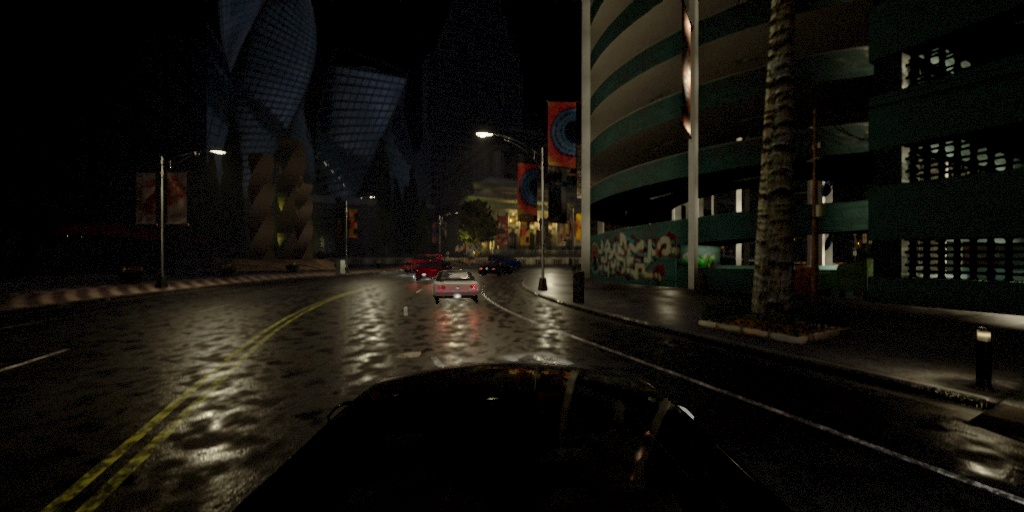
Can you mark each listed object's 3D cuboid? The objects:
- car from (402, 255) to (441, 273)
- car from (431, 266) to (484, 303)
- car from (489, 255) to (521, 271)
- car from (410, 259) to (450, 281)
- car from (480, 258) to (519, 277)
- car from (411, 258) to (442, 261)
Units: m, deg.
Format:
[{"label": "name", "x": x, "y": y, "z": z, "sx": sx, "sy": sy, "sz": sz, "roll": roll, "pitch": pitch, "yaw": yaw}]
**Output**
[{"label": "car", "x": -10.108, "y": 0.867, "z": 41.153, "sx": 2.150, "sy": 2.045, "sz": 5.566, "roll": 0, "pitch": 0, "yaw": 24}, {"label": "car", "x": -2.692, "y": 1.311, "z": 16.657, "sx": 1.895, "sy": 1.301, "sz": 4.718, "roll": 0, "pitch": 0, "yaw": -13}, {"label": "car", "x": -0.943, "y": 0.864, "z": 42.989, "sx": 2.150, "sy": 2.045, "sz": 5.566, "roll": 0, "pitch": 0, "yaw": 28}, {"label": "car", "x": -6.233, "y": 1.202, "z": 28.938, "sx": 1.812, "sy": 1.442, "sz": 4.674, "roll": 0, "pitch": 0, "yaw": 8}, {"label": "car", "x": -1.374, "y": 1.210, "z": 34.721, "sx": 2.033, "sy": 1.411, "sz": 5.357, "roll": 0, "pitch": 0, "yaw": 20}, {"label": "car", "x": -8.009, "y": 1.181, "z": 36.896, "sx": 1.812, "sy": 1.442, "sz": 4.674, "roll": 0, "pitch": 0, "yaw": 21}]
